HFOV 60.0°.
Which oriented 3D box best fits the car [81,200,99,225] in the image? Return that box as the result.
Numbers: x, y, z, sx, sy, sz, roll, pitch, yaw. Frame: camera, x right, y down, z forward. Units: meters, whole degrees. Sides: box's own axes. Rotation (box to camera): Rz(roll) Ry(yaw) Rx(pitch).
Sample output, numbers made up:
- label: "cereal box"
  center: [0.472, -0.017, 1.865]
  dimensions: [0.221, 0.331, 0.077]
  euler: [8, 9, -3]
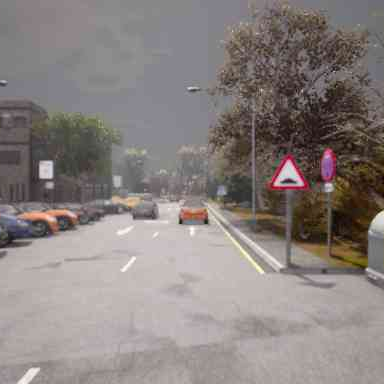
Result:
- label: "car"
  center: [-9.146, 1.538, 22.988]
  dimensions: [4.792, 1.488, 2.163]
  euler: [-1, 0, -20]

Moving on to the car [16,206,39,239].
- label: "car"
  center: [-9.227, 1.534, 13.971]
  dimensions: [4.674, 1.452, 2.002]
  euler: [-1, 0, -20]

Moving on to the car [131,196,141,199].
- label: "car"
  center: [-8.939, 1.542, 38.045]
  dimensions: [5.366, 1.575, 1.946]
  euler: [-1, 0, -20]

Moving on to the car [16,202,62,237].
- label: "car"
  center: [-9.243, 1.373, 16.968]
  dimensions: [4.553, 1.767, 2.185]
  euler: [-1, 0, -20]

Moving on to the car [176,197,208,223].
- label: "car"
  center: [0.104, 1.382, 25.780]
  dimensions: [2.097, 1.767, 4.553]
  euler: [0, 0, 0]

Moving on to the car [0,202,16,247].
- label: "car"
  center: [-9.241, 1.240, 10.993]
  dimensions: [5.566, 2.045, 2.435]
  euler: [-1, 0, -20]

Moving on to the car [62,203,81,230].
- label: "car"
  center: [-9.224, 1.378, 19.969]
  dimensions: [4.553, 1.767, 2.185]
  euler: [-1, 0, -20]

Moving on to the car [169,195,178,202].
- label: "car"
  center: [-3.814, 1.394, 70.877]
  dimensions: [2.128, 1.511, 4.902]
  euler: [0, 1, -11]

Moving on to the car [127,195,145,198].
- label: "car"
  center: [-8.933, 1.549, 41.046]
  dimensions: [5.366, 1.575, 1.946]
  euler: [-1, 0, -20]

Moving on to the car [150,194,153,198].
- label: "car"
  center: [-9.123, 1.546, 53.001]
  dimensions: [5.008, 1.535, 2.097]
  euler: [-1, 0, -20]

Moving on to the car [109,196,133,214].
- label: "car"
  center: [-9.129, 1.540, 34.981]
  dimensions: [4.892, 1.521, 2.231]
  euler: [-1, 0, -20]

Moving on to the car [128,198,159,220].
- label: "car"
  center: [-3.940, 1.541, 28.754]
  dimensions: [1.837, 1.490, 4.892]
  euler: [0, 0, 0]

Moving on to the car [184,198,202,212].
- label: "car"
  center: [0.168, 1.564, 41.862]
  dimensions: [2.128, 1.511, 4.902]
  euler: [0, 0, 0]

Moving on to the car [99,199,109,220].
- label: "car"
  center: [-9.159, 1.556, 25.980]
  dimensions: [4.674, 1.452, 2.002]
  euler: [-1, 0, -20]

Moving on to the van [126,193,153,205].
- label: "van"
  center: [-9.258, 1.259, 58.946]
  dimensions: [4.442, 1.987, 1.878]
  euler: [-1, 1, -20]

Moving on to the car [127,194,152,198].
- label: "car"
  center: [-9.277, 1.569, 49.933]
  dimensions: [5.366, 1.575, 1.946]
  euler: [-1, 0, -20]
